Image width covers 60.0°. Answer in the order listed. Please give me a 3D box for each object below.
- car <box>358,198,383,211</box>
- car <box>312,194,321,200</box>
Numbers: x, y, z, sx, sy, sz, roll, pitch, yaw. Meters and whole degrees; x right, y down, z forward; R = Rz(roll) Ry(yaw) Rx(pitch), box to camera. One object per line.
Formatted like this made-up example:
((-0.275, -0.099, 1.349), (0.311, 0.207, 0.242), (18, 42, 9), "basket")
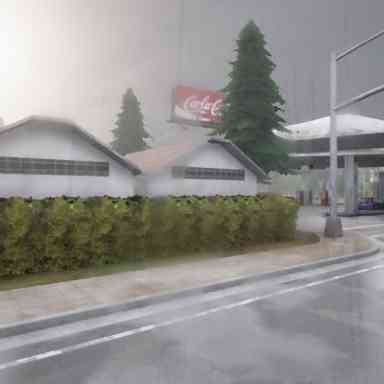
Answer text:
((21.738, 1.496, 39.940), (4.611, 1.667, 2.242), (0, 0, -36), "car")
((32.832, 1.361, 89.427), (2.152, 1.636, 5.027), (0, 0, -36), "car")
